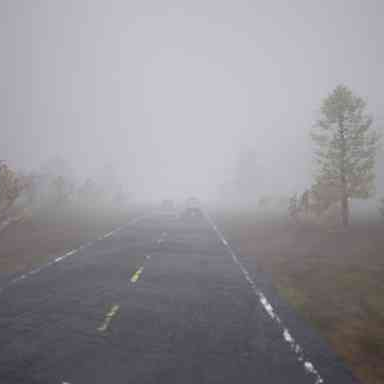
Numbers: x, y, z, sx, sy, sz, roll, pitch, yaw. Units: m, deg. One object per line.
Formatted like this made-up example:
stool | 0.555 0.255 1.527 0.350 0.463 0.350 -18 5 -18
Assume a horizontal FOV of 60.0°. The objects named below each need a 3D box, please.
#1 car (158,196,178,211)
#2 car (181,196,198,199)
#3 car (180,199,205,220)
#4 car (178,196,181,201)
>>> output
car | -3.099 1.590 42.285 1.837 1.490 4.892 0 0 0
car | 0.051 1.437 43.236 2.097 1.767 4.553 0 0 0
car | 0.089 1.582 28.396 1.812 1.442 4.674 0 0 0
car | -3.021 1.715 80.279 1.994 1.385 4.181 0 0 0
